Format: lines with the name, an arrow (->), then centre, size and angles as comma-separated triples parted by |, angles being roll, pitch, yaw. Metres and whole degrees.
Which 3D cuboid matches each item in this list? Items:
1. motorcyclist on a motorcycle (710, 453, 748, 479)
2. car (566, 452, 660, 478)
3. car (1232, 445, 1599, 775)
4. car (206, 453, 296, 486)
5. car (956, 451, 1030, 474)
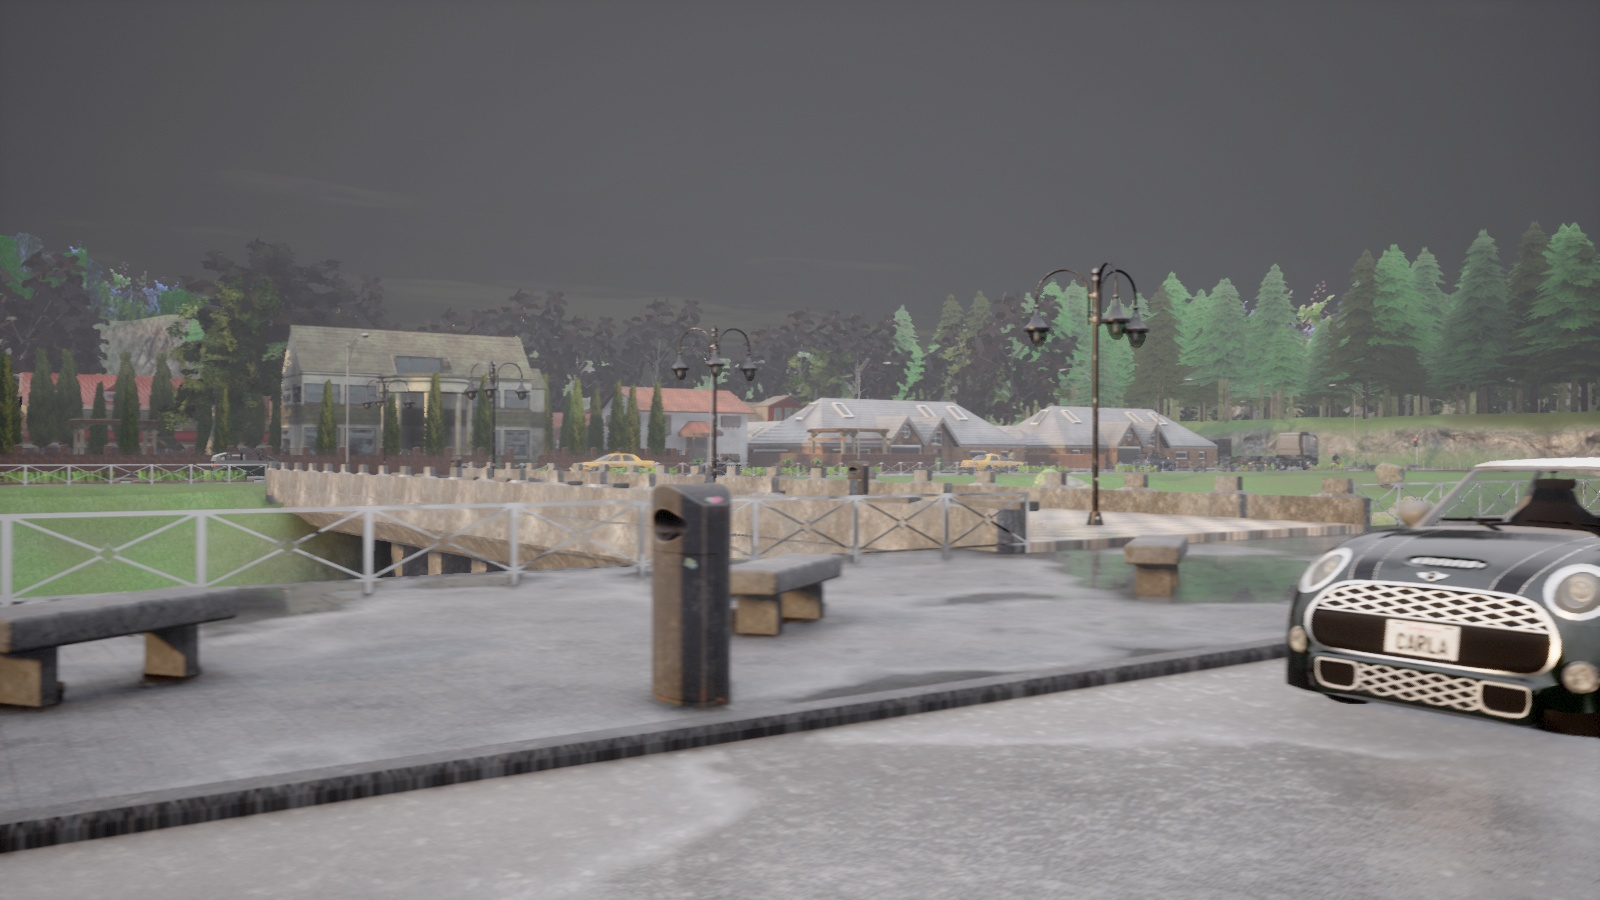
motorcyclist on a motorcycle -> -4.332, 0.976, 76.399 | 2.191, 1.530, 0.866 | 0, 0, -35
car -> -11.348, 0.895, 76.392 | 5.366, 1.575, 1.801 | 0, 0, -35
car -> 4.602, 0.719, 7.472 | 3.806, 1.475, 1.970 | 0, 0, -35
car -> -26.603, 0.929, 60.905 | 3.705, 1.549, 1.789 | 0, 0, -35
car -> 13.681, 0.873, 88.931 | 5.366, 1.575, 1.801 | 0, 0, -35
